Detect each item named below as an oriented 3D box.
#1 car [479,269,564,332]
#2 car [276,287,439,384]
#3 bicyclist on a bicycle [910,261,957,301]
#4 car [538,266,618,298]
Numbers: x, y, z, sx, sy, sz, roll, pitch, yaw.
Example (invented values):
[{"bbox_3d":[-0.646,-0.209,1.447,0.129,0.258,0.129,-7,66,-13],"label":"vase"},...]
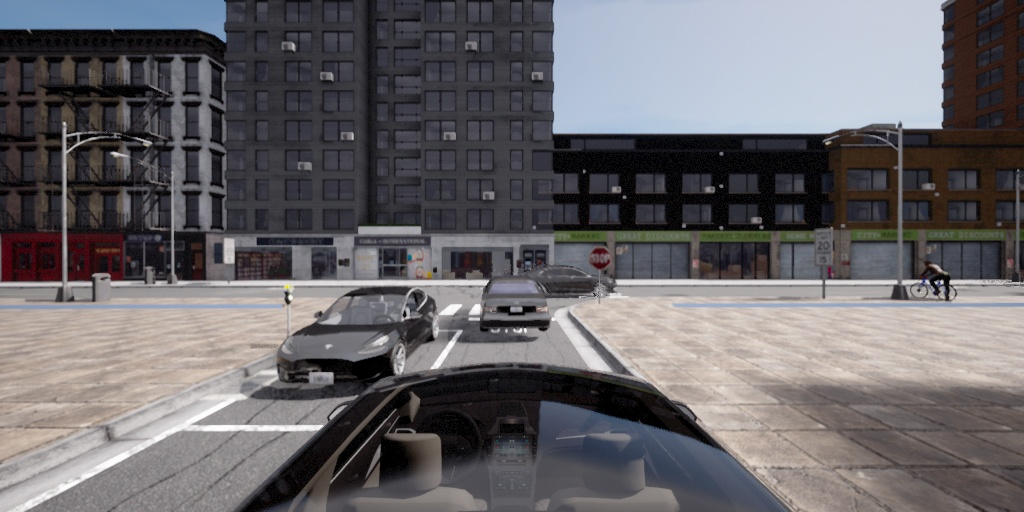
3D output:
[{"bbox_3d":[-0.018,1.292,10.867,2.033,1.411,5.357,0,0,-3],"label":"car"},{"bbox_3d":[-2.636,1.312,7.131,1.948,1.339,4.313,0,0,0],"label":"car"},{"bbox_3d":[17.361,1.014,14.808,0.582,1.620,1.656,0,0,0],"label":"bicyclist on a bicycle"},{"bbox_3d":[2.699,1.237,17.725,4.892,1.490,1.837,0,0,0],"label":"car"}]
